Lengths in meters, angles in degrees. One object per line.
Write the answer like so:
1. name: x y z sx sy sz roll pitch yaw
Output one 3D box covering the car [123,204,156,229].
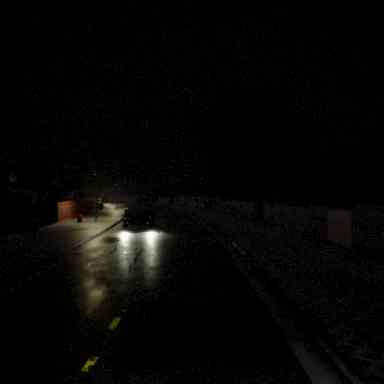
1. car: -3.479 1.533 22.616 1.882 1.535 5.008 0 -1 -4
